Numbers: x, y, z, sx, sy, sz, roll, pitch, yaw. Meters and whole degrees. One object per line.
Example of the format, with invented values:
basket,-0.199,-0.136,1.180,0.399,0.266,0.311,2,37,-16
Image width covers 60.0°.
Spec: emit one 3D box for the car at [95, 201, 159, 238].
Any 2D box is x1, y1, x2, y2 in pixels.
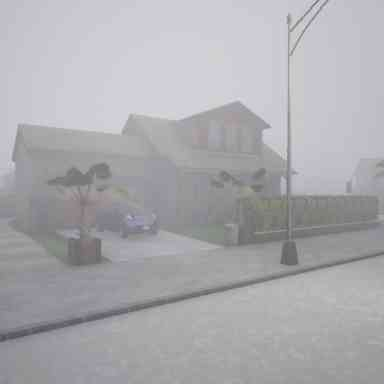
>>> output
car,-3.024,1.174,15.291,1.845,1.501,3.633,0,0,-38
